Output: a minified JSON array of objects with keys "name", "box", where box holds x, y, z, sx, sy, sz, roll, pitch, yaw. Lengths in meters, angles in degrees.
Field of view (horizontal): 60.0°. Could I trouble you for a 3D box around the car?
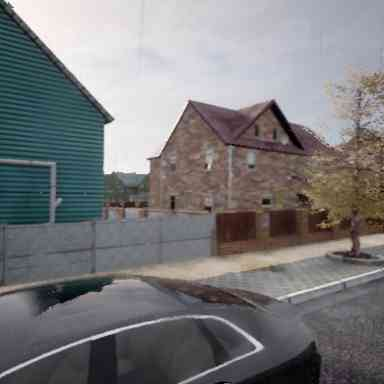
[{"name":"car","box":[-1.095,1.505,2.290,4.892,1.490,1.837,0,0,-35]}]
